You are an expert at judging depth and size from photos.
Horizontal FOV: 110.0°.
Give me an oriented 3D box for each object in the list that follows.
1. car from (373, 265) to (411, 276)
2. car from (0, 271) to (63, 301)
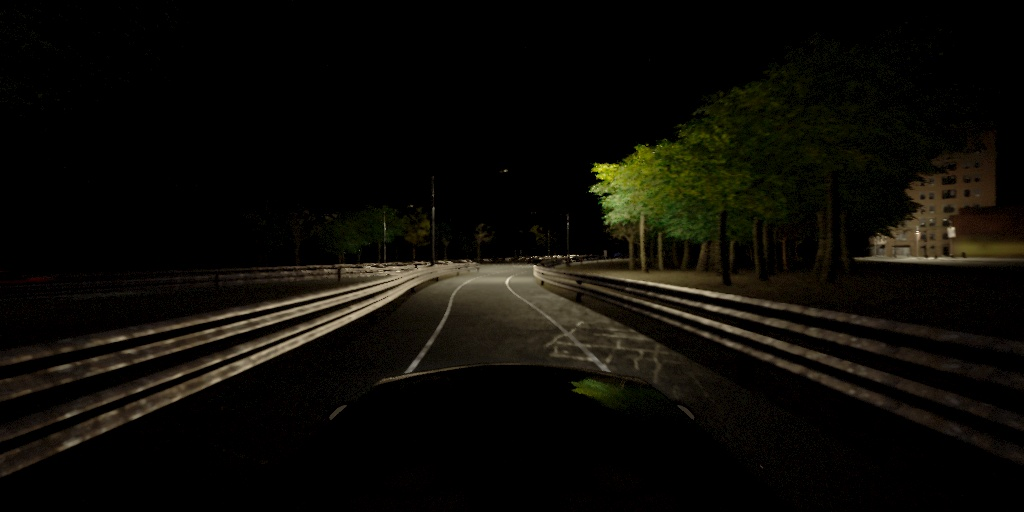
[{"bbox_3d":[-16.331,1.894,49.181,2.033,1.411,5.357,0,1,34],"label":"car"},{"bbox_3d":[-33.903,1.969,23.496,2.150,2.045,5.566,0,1,34],"label":"car"}]
